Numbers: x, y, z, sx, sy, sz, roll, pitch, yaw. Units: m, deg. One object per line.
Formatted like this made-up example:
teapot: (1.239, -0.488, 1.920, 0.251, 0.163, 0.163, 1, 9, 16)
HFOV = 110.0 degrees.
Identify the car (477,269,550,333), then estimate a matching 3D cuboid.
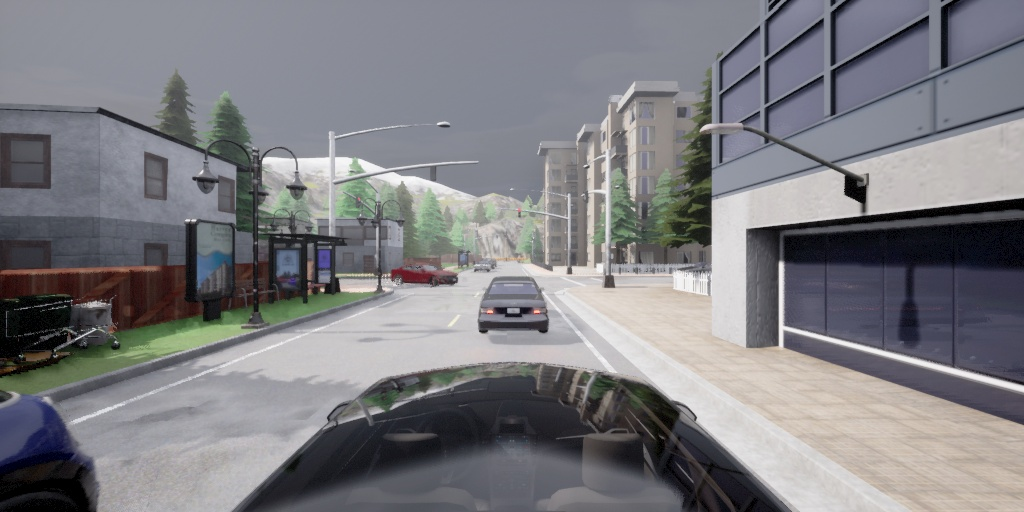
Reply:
car: (0.041, 1.297, 10.701, 2.033, 1.411, 5.357, 0, 0, 0)

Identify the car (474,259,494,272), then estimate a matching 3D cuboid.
car: (-3.731, 1.351, 45.410, 1.895, 1.301, 4.718, 0, 0, 0)

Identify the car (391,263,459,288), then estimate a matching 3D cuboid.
car: (-5.746, 1.220, 23.683, 5.008, 1.535, 1.882, 0, -1, 31)

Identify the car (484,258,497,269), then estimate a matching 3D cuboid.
car: (-3.753, 1.102, 55.264, 2.097, 1.767, 4.553, 0, 0, 0)

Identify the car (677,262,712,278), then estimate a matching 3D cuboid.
car: (16.601, 1.257, 30.700, 4.902, 1.511, 2.128, 0, 0, -2)

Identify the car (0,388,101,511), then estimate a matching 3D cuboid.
car: (-3.585, 1.102, 0.183, 2.097, 1.767, 4.553, 0, 0, 0)
